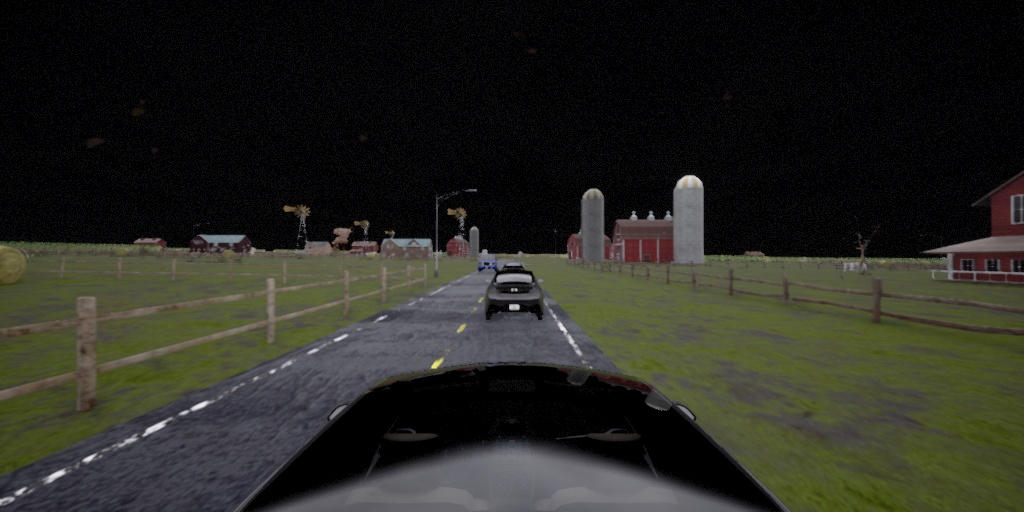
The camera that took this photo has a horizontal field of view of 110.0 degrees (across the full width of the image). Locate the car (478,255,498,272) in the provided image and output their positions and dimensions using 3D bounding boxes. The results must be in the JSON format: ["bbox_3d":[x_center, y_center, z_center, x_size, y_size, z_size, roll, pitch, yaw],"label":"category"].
[{"bbox_3d":[-2.836,0.850,42.908,2.150,2.045,5.566,0,0,0],"label":"car"}]

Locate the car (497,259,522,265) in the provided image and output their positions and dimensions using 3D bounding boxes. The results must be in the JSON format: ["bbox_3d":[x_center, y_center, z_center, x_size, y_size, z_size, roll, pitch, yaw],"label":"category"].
[{"bbox_3d":[0.090,1.158,29.680,2.128,1.511,4.902,0,0,0],"label":"car"}]

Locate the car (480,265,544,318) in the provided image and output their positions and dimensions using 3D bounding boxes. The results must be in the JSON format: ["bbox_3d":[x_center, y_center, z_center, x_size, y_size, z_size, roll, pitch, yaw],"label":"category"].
[{"bbox_3d":[0.080,1.221,12.731,1.837,1.490,4.892,0,0,0],"label":"car"}]
